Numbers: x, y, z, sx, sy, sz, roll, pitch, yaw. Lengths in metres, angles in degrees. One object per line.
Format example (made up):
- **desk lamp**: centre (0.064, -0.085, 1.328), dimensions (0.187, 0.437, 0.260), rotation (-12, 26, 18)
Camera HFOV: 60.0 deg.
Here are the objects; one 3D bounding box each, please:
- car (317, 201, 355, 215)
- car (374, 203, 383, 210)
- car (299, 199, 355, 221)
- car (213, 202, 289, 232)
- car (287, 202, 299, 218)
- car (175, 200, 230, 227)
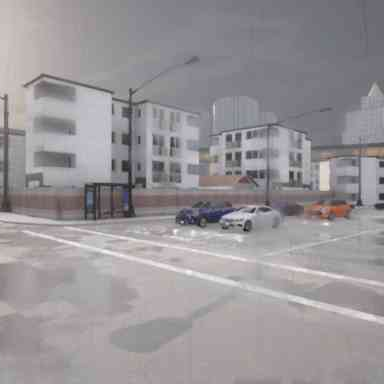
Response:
- **car**: centre (15.570, 1.631, 35.840), dimensions (4.718, 1.301, 1.895), rotation (0, 0, -40)
- **car**: centre (25.405, 1.661, 42.003), dimensions (4.718, 1.301, 1.895), rotation (0, 0, -21)
- **car**: centre (11.044, 1.368, 27.062), dimensions (4.553, 1.767, 2.097), rotation (0, 0, -42)
- **car**: centre (3.664, 1.518, 20.222), dimensions (4.674, 1.442, 1.812), rotation (0, 0, -43)
- **car**: centre (7.976, 1.554, 29.047), dimensions (5.357, 1.411, 2.033), rotation (0, 0, -43)
- **car**: centre (1.009, 1.336, 22.517), dimensions (4.553, 1.767, 2.097), rotation (0, 0, -43)
